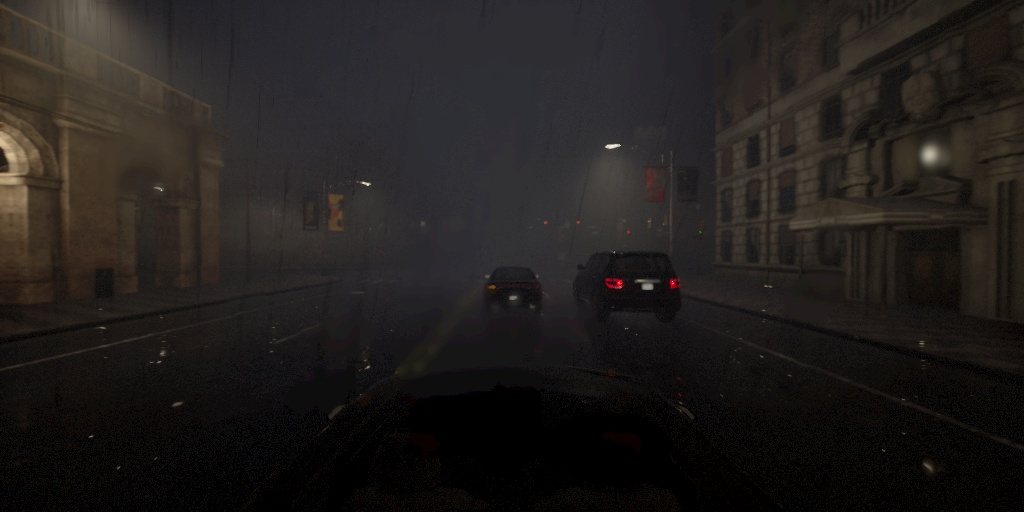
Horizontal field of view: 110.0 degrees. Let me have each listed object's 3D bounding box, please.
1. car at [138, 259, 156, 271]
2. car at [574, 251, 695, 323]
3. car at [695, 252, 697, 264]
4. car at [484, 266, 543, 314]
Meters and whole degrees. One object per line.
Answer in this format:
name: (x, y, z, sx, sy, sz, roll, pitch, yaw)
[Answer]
car: (-41.060, 0.893, 38.474, 4.674, 1.442, 1.812, 0, 1, 0)
car: (3.497, 0.864, 11.838, 2.150, 2.045, 5.566, 0, 0, 1)
car: (23.268, 0.459, 50.425, 5.566, 2.045, 2.150, -1, 1, 0)
car: (0.006, 1.109, 13.192, 1.882, 1.535, 5.008, 0, 0, -2)
